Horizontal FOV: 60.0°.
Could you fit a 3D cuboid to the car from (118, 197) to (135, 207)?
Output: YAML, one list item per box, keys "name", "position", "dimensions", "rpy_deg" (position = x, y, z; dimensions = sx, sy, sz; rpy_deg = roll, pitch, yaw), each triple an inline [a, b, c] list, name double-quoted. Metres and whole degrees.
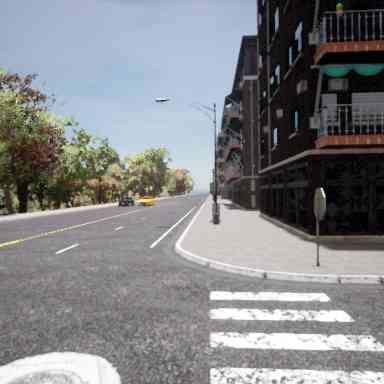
- name: "car"
  position: [-10.549, 1.558, 53.830]
  dimensions: [1.837, 1.490, 4.892]
  rpy_deg: [-1, 0, 3]

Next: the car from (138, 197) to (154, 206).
- name: "car"
  position: [-7.306, 1.486, 53.636]
  dimensions: [1.882, 1.535, 5.008]
  rpy_deg: [-1, 0, 3]
